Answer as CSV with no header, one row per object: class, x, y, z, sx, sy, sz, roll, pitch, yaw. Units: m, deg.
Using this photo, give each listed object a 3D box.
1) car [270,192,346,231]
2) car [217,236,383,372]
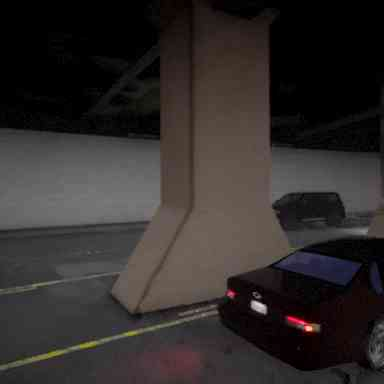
car,6.292,1.019,19.239,5.566,2.045,2.150,-1,0,-24
car,2.996,1.481,5.498,5.357,1.411,2.033,-1,1,-31
